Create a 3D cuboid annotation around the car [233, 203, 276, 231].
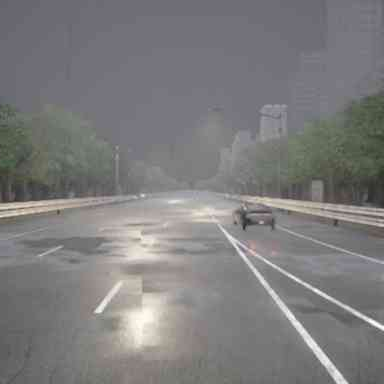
[{"bbox_3d":[3.620,1.404,20.005,2.128,1.511,4.902,0,0,-1],"label":"car"}]
